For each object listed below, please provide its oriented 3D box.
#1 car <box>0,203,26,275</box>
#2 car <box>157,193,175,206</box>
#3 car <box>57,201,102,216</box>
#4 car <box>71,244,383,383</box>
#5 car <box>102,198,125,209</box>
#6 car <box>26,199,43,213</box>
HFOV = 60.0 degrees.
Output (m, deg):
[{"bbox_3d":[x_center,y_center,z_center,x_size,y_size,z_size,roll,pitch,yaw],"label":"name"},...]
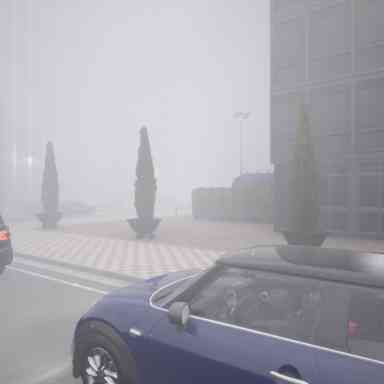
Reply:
[{"bbox_3d":[-7.056,1.222,9.004,5.566,2.045,2.150,0,0,36],"label":"car"},{"bbox_3d":[-5.029,1.221,54.024,2.150,2.045,5.566,0,0,35],"label":"car"},{"bbox_3d":[-11.381,1.564,32.407,1.994,1.385,4.181,0,0,35],"label":"car"},{"bbox_3d":[0.807,1.352,3.418,4.553,1.767,2.097,0,0,36],"label":"car"},{"bbox_3d":[-11.115,1.564,45.343,1.994,1.385,4.181,0,0,35],"label":"car"},{"bbox_3d":[-16.814,1.491,37.206,2.128,1.511,4.902,0,0,35],"label":"car"}]
